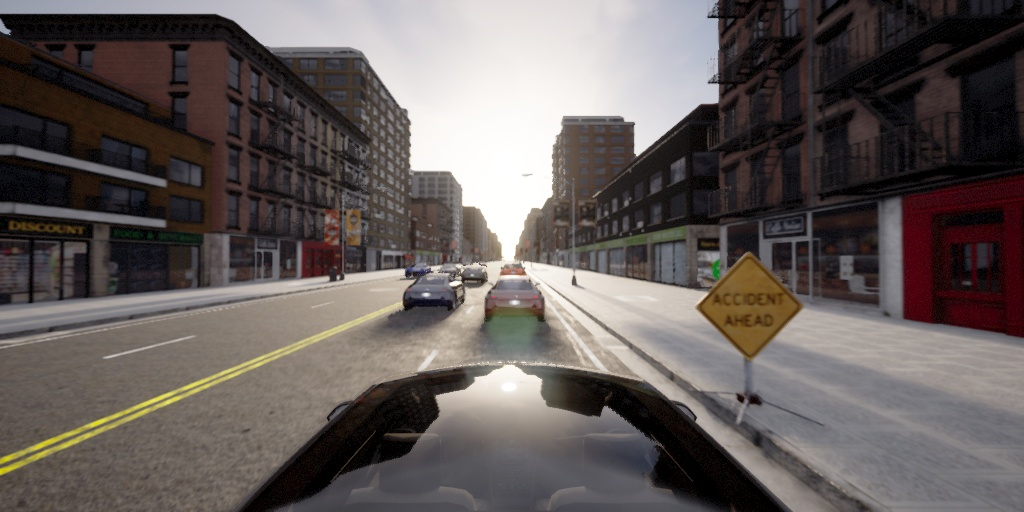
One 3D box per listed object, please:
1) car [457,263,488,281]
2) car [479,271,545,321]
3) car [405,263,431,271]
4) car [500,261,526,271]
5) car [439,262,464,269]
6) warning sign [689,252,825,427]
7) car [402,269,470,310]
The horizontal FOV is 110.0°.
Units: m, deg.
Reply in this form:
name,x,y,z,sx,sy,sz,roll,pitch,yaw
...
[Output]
name,x,y,z,sx,sy,sz,roll,pitch,yaw
car,-3.158,1.529,30.562,1.994,1.385,4.181,0,0,0
car,0.088,1.398,12.905,1.994,1.385,4.181,0,0,0
car,-9.846,1.497,37.839,1.882,1.535,5.008,0,0,0
car,0.090,1.311,29.719,2.097,1.767,4.553,0,0,0
car,-6.597,1.546,37.935,1.812,1.442,4.674,0,-1,0
warning sign,2.850,0.885,4.318,1.300,1.860,1.060,0,0,0
car,-3.157,1.414,15.214,1.994,1.385,4.181,0,0,0
